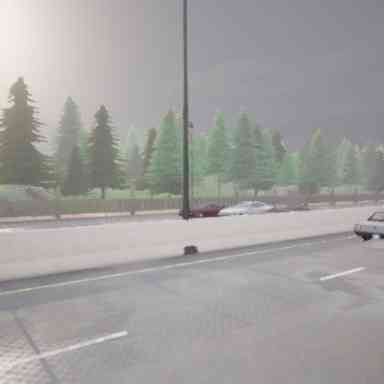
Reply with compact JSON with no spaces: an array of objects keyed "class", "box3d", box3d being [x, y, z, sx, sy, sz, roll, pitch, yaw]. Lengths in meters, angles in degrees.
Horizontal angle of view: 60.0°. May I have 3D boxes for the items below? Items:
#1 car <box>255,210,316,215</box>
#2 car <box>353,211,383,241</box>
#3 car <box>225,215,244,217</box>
[{"class":"car","box3d":[6.179,1.426,21.294,4.181,1.385,1.994,-1,0,-35]},{"class":"car","box3d":[9.175,1.474,14.587,4.718,1.301,1.895,-1,0,-35]},{"class":"car","box3d":[4.023,1.389,24.055,4.674,1.442,1.812,-1,0,-35]}]
